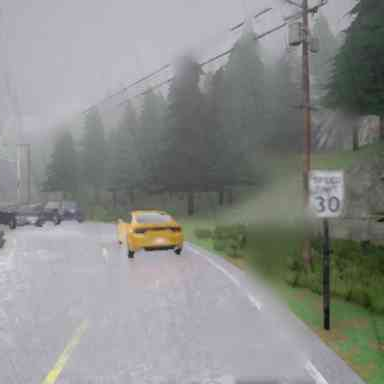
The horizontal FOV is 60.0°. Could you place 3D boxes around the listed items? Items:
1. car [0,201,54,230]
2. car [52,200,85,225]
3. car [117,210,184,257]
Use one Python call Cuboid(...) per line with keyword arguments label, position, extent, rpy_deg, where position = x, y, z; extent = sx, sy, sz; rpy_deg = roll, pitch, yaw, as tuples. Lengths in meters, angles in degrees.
Cuboid(label="car", position=(-11.247, 1.522, 21.418), extent=(4.902, 1.511, 2.128), rpy_deg=(0, 0, 42))
Cuboid(label="car", position=(-9.778, 1.363, 24.391), extent=(4.553, 1.767, 2.097), rpy_deg=(0, 0, 43))
Cuboid(label="car", position=(-1.792, 1.458, 13.058), extent=(1.882, 1.535, 5.008), rpy_deg=(0, -1, -18))
